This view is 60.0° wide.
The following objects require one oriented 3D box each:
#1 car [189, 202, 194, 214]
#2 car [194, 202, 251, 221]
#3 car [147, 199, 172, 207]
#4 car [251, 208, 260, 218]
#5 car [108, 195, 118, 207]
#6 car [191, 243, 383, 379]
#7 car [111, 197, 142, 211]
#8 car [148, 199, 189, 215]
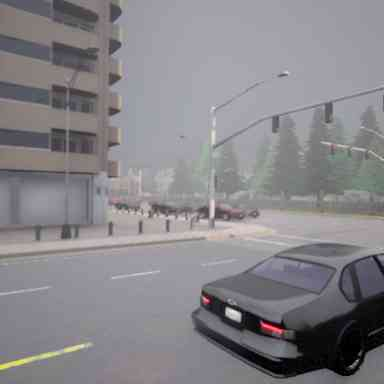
[{"bbox_3d":[-0.124,1.876,40.128,1.994,1.385,4.181,1,0,-35],"label":"car"},{"bbox_3d":[2.672,1.752,30.263,1.882,1.535,5.008,1,0,-36],"label":"car"},{"bbox_3d":[-5.953,1.938,60.485,2.033,1.411,5.357,1,0,-36],"label":"car"},{"bbox_3d":[4.786,1.877,33.303,1.994,1.385,4.181,1,0,-37],"label":"car"},{"bbox_3d":[-14.391,1.535,60.027,2.150,2.045,5.566,1,-1,-36],"label":"car"},{"bbox_3d":[2.565,1.606,5.606,5.357,1.411,2.033,1,0,-35],"label":"car"},{"bbox_3d":[-8.820,1.819,46.184,2.033,1.411,5.357,1,0,-36],"label":"car"},{"bbox_3d":[-2.791,1.751,37.826,1.882,1.535,5.008,1,0,-36],"label":"car"}]
